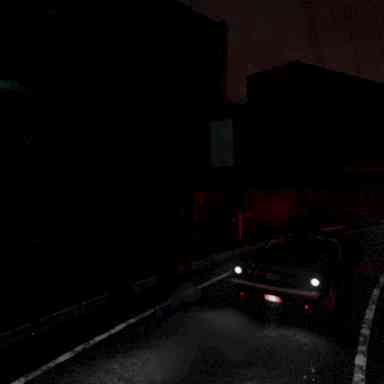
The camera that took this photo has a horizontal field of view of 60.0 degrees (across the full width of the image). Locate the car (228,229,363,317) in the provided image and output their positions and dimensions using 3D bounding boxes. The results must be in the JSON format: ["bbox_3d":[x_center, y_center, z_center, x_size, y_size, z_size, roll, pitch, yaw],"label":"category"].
[{"bbox_3d":[2.688,1.611,7.819,1.895,1.301,4.718,1,0,34],"label":"car"}]
